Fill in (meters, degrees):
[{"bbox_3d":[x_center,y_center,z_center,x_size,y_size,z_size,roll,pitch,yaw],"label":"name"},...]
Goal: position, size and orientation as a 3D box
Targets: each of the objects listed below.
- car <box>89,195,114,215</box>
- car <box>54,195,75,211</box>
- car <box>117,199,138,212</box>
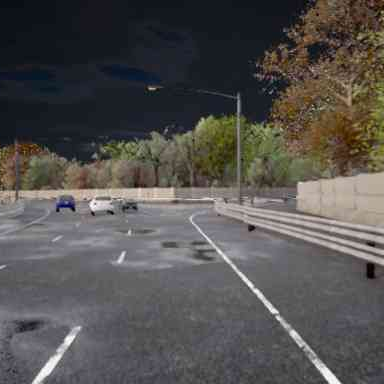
[{"bbox_3d":[-9.765,1.342,35.751,2.150,2.045,5.566,0,0,-20],"label":"car"},{"bbox_3d":[-16.479,1.394,43.041,2.150,2.045,5.566,0,0,-25],"label":"car"},{"bbox_3d":[-7.949,1.623,40.667,1.837,1.490,4.892,0,0,-22],"label":"car"}]
